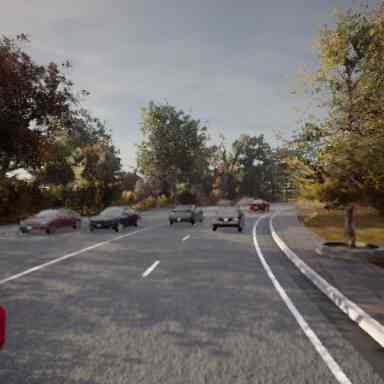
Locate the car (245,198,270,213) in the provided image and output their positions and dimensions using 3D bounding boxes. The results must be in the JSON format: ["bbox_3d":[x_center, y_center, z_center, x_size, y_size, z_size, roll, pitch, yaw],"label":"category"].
[{"bbox_3d":[8.476,1.721,41.512,1.882,1.535,5.008,-1,-1,22],"label":"car"}]

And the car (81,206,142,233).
[{"bbox_3d":[-4.859,1.676,21.586,1.882,1.535,5.008,-1,-1,12],"label":"car"}]

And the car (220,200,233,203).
[{"bbox_3d":[6.253,2.166,61.260,1.994,1.385,4.181,-2,-1,31],"label":"car"}]

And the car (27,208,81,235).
[{"bbox_3d":[-8.584,1.735,20.665,1.812,1.442,4.674,-1,-1,10],"label":"car"}]

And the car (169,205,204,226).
[{"bbox_3d":[-0.348,1.691,25.092,2.128,1.511,4.902,-1,-1,13],"label":"car"}]

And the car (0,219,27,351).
[{"bbox_3d":[-3.302,1.222,1.561,2.150,2.045,5.566,0,0,1],"label":"car"}]

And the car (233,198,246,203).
[{"bbox_3d":[9.920,1.849,60.652,2.097,1.767,4.553,-2,-1,31],"label":"car"}]

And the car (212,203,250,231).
[{"bbox_3d":[2.489,1.694,21.970,2.033,1.411,5.357,-1,0,12],"label":"car"}]
